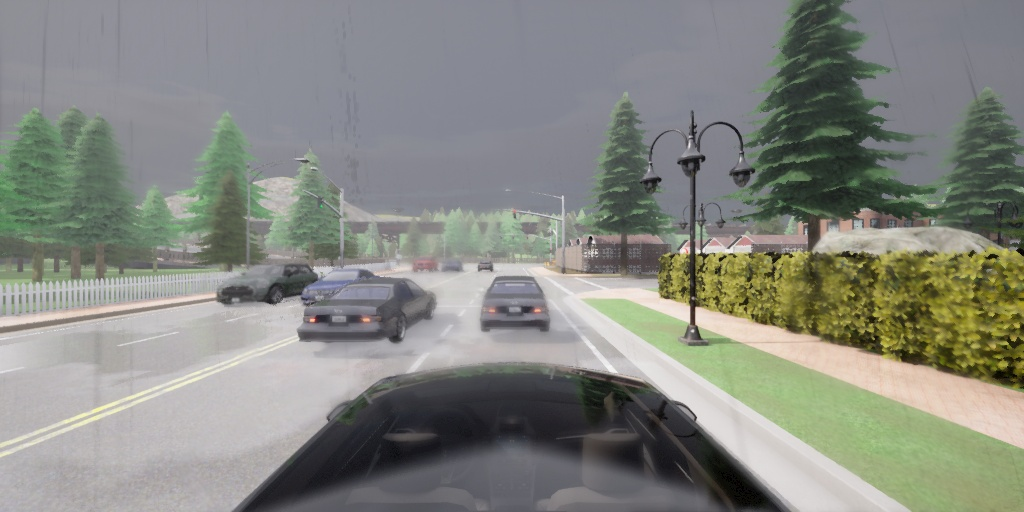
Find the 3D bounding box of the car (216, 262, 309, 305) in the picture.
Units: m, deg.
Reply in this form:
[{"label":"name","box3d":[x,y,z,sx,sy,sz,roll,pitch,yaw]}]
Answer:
[{"label":"car","box3d":[-10.598,1.102,16.004,2.097,1.767,4.553,0,0,0]}]

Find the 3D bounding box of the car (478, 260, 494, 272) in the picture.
[{"label":"car","box3d":[-3.395,1.241,46.713,2.128,1.511,4.902,0,0,0]}]

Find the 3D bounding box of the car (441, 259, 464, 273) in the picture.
[{"label":"car","box3d":[-7.076,1.102,42.907,2.097,1.767,4.553,0,0,0]}]

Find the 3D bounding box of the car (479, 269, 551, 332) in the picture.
[{"label":"car","box3d":[0.085,1.297,10.839,2.033,1.411,5.357,0,0,0]}]

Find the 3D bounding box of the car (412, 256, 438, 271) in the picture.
[{"label":"car","box3d":[-10.573,0.971,44.181,2.150,2.045,5.566,0,0,0]}]

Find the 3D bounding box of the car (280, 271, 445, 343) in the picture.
[{"label":"car","box3d":[-3.416,1.297,9.624,2.033,1.411,5.357,0,0,0]}]

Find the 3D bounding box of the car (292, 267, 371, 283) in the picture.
[{"label":"car","box3d":[-7.085,1.276,15.494,1.812,1.442,4.674,0,0,0]}]
